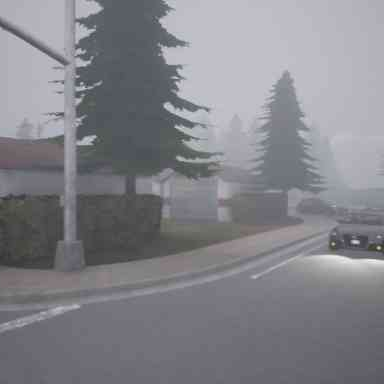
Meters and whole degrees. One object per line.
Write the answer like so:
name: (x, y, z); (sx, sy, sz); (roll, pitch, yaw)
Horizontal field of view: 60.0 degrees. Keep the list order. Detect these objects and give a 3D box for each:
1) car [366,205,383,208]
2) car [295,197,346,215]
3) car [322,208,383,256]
car: (11.568, 1.532, 20.697); (1.994, 1.385, 4.181); (0, 0, 22)
car: (11.862, 1.304, 30.602); (2.097, 1.767, 4.553); (0, 0, -34)
car: (6.783, 1.540, 13.121); (1.994, 1.385, 4.181); (0, 0, 35)
